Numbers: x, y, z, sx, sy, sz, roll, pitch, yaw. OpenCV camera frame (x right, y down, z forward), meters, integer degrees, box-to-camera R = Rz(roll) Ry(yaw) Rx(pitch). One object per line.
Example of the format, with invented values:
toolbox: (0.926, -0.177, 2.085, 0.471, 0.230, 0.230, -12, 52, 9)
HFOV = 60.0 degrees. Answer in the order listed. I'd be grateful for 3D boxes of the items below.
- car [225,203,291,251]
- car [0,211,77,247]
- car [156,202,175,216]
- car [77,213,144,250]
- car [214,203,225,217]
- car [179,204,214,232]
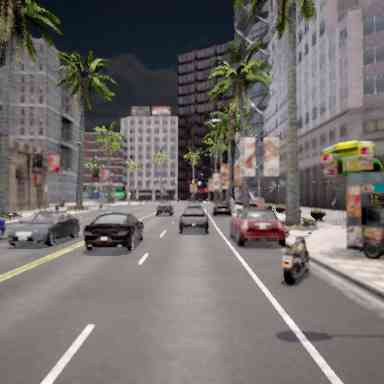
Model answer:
car: (3.100, 1.577, 16.681, 2.185, 1.767, 4.553, 0, -1, 0)
car: (-7.086, 1.711, 16.380, 2.128, 1.511, 4.902, 0, -1, 0)
car: (-3.166, 2.035, 40.019, 1.837, 1.490, 4.892, 0, -1, 1)
car: (-3.399, 1.682, 15.316, 1.882, 1.535, 5.008, 0, -1, 0)
car: (3.411, 2.026, 38.606, 2.161, 1.482, 4.786, 0, -1, 0)
car: (0.135, 1.787, 22.216, 2.128, 1.511, 4.902, 0, -1, 0)
